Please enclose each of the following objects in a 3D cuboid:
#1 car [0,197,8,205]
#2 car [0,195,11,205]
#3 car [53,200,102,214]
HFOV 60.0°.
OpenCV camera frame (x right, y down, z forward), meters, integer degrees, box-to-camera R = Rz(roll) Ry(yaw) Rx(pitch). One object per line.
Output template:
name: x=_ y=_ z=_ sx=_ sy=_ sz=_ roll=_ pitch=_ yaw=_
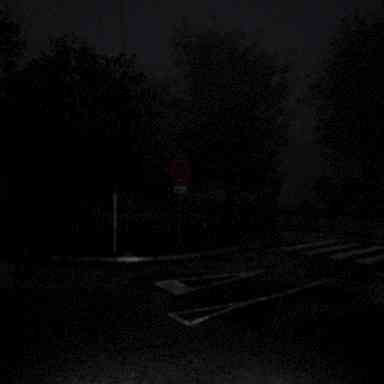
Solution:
car: x=-40.474 y=1.794 z=67.778 sx=4.892 sy=1.521 sz=2.231 roll=0 pitch=0 yaw=-37
car: x=-35.438 y=1.622 z=60.955 sx=4.553 sy=1.767 sz=2.185 roll=0 pitch=0 yaw=-37
car: x=-11.326 y=1.491 z=32.840 sx=4.902 sy=1.511 sz=2.128 roll=0 pitch=0 yaw=15
